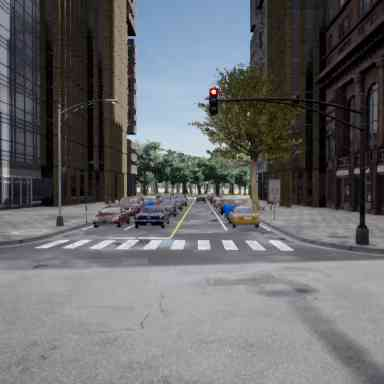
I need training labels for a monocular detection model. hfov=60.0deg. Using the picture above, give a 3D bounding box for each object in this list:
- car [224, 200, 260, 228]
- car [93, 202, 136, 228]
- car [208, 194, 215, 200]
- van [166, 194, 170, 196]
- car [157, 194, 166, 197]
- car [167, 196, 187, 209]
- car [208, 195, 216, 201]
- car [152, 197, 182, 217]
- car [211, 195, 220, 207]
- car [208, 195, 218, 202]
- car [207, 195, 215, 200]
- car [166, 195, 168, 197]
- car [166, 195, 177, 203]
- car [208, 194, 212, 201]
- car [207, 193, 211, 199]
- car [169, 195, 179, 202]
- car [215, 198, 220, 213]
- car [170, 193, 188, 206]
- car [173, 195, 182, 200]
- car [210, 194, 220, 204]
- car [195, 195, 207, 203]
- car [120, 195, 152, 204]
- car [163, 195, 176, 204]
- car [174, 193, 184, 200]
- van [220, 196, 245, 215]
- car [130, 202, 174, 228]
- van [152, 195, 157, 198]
[{"bbox_3d":[3.346,1.508,21.922,1.752,1.417,4.829,-1,0,1],"label":"car"},{"bbox_3d":[-5.181,1.565,21.956,1.802,1.307,4.206,-1,0,1],"label":"car"},{"bbox_3d":[4.909,1.355,84.374,1.752,1.417,4.829,0,0,1],"label":"car"},{"bbox_3d":[-4.330,1.252,56.024,1.690,1.788,3.998,0,0,1],"label":"van"},{"bbox_3d":[-4.757,1.269,38.991,2.192,1.841,5.009,-1,0,1],"label":"car"},{"bbox_3d":[-2.032,1.551,40.530,1.895,1.301,4.718,0,0,2],"label":"car"},{"bbox_3d":[4.764,1.429,78.527,1.802,1.307,4.206,0,0,1],"label":"car"},{"bbox_3d":[-2.269,1.474,31.223,1.837,1.490,4.892,0,0,2],"label":"car"},{"bbox_3d":[3.915,1.465,44.633,1.752,1.417,4.829,-1,0,1],"label":"car"},{"bbox_3d":[4.621,1.415,72.849,2.008,1.369,4.403,0,0,1],"label":"car"},{"bbox_3d":[5.048,1.379,89.881,1.947,1.339,4.313,0,0,1],"label":"car"},{"bbox_3d":[-4.612,1.491,44.669,2.008,1.369,4.403,-1,0,1],"label":"car"},{"bbox_3d":[-4.044,1.425,67.380,1.887,1.381,4.507,0,0,1],"label":"car"},{"bbox_3d":[4.195,1.462,55.817,2.008,1.369,4.403,-1,0,1],"label":"car"},{"bbox_3d":[4.335,1.211,61.494,2.192,1.841,5.009,-1,0,1],"label":"car"},{"bbox_3d":[-3.901,1.446,73.058,1.802,1.307,4.206,0,0,1],"label":"car"},{"bbox_3d":[3.626,1.531,33.108,1.947,1.339,4.313,-1,0,1],"label":"car"},{"bbox_3d":[-1.744,1.277,50.634,2.097,1.767,4.553,0,0,2],"label":"car"},{"bbox_3d":[-3.617,1.375,84.414,1.887,1.381,4.507,0,0,1],"label":"car"},{"bbox_3d":[4.053,1.471,50.140,1.887,1.381,4.507,-1,0,1],"label":"car"},{"bbox_3d":[1.791,1.389,65.894,1.837,1.490,4.892,0,0,1],"label":"car"},{"bbox_3d":[-5.042,1.290,27.635,2.192,1.841,5.009,-1,0,1],"label":"car"},{"bbox_3d":[-4.187,1.336,61.702,1.967,1.590,4.097,0,0,1],"label":"car"},{"bbox_3d":[-3.477,1.128,90.091,2.192,1.841,5.009,0,0,1],"label":"car"},{"bbox_3d":[3.482,1.316,27.430,1.690,1.788,3.998,-1,0,1],"label":"van"},{"bbox_3d":[-2.508,1.584,21.887,1.895,1.301,4.718,0,0,2],"label":"car"},{"bbox_3d":[-4.899,1.306,33.313,1.690,1.788,3.998,-1,0,1],"label":"van"}]
